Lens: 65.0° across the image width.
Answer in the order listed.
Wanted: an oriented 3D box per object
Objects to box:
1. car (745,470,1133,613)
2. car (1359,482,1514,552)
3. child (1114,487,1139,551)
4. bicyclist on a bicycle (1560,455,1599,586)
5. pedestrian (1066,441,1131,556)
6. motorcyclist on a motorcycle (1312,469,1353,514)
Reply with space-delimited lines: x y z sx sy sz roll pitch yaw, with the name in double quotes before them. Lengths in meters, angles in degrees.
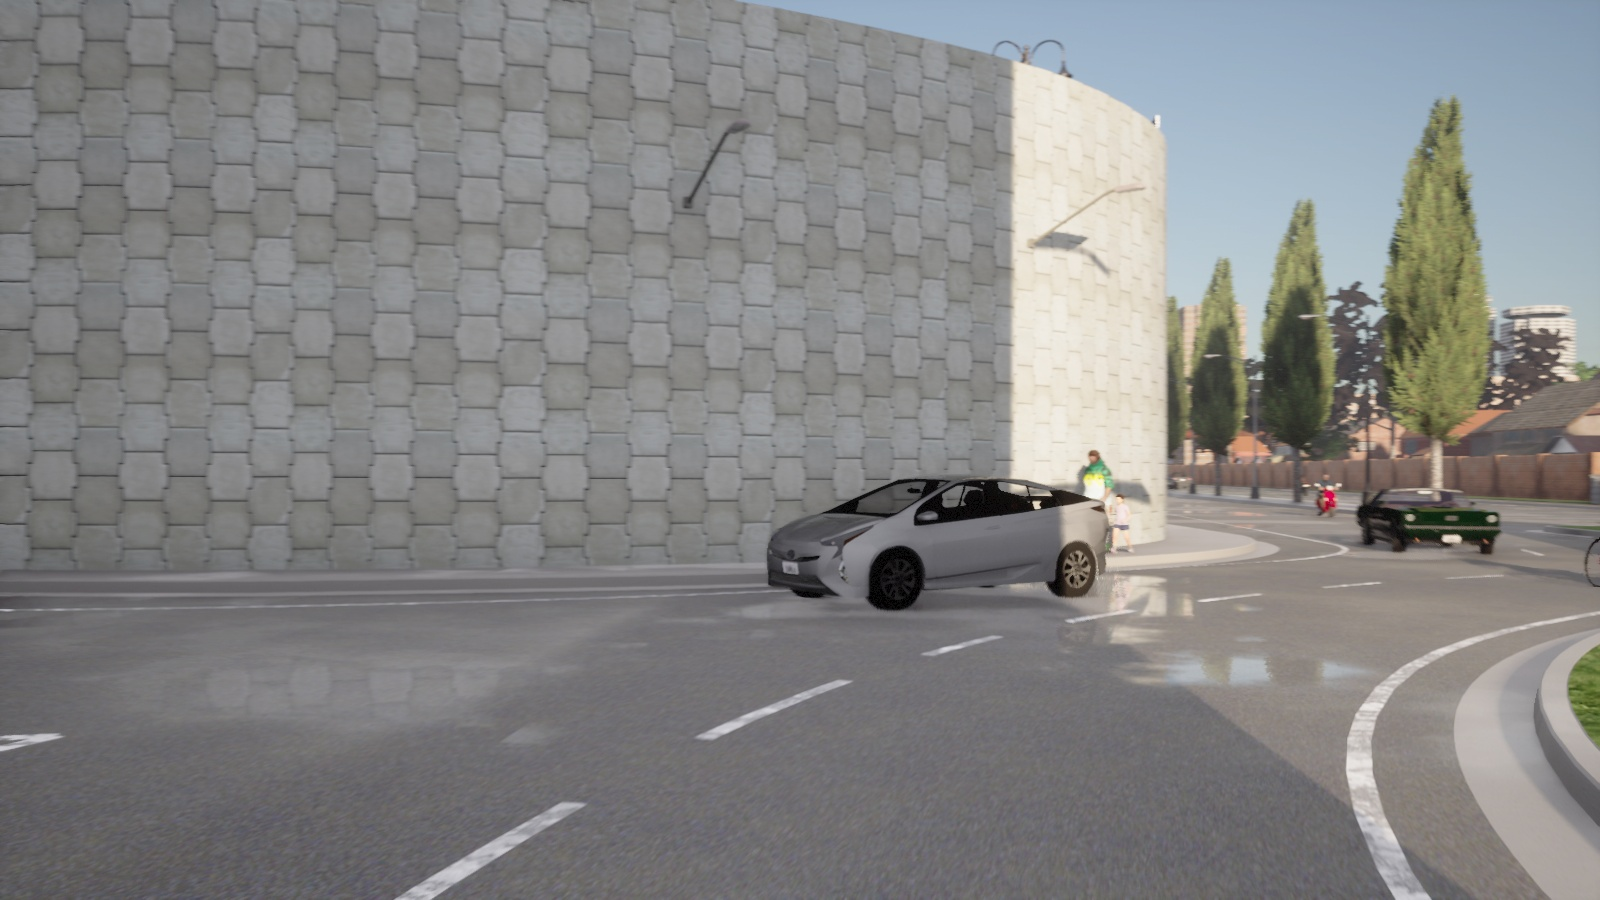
"car" 1.779 1.019 15.555 4.514 1.525 2.007 1 -1 -33
"car" 13.193 1.334 26.338 1.895 1.301 4.718 0 -1 14
"child" 5.756 1.212 22.153 0.255 1.110 0.394 -1 -1 44
"bicyclist on a bicycle" 11.602 0.960 17.633 1.843 1.776 0.659 1 0 -24
"pedestrian" 5.171 0.826 21.758 0.873 1.952 0.659 1 -1 -34
"motorcyclist on a motorcycle" 19.263 1.497 45.469 0.866 1.590 1.817 0 -1 6
